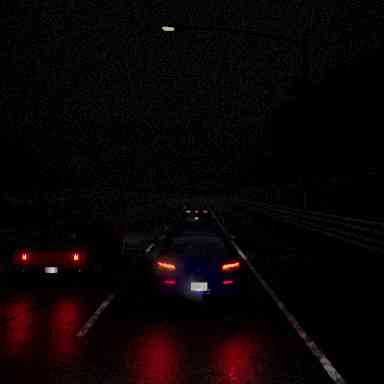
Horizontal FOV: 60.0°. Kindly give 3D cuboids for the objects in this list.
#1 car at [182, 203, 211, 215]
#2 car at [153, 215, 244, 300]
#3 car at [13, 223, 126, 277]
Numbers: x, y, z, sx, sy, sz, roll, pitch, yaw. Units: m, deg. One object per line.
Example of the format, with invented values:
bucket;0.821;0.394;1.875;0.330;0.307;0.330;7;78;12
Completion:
car;0.333;1.502;24.031;2.128;1.511;4.902;0;0;1
car;0.132;1.523;8.227;1.812;1.442;4.674;0;0;0
car;-3.359;1.597;10.249;1.895;1.301;4.718;0;0;1
